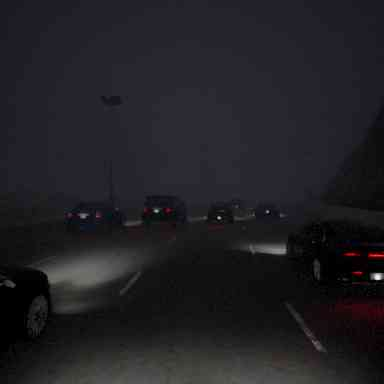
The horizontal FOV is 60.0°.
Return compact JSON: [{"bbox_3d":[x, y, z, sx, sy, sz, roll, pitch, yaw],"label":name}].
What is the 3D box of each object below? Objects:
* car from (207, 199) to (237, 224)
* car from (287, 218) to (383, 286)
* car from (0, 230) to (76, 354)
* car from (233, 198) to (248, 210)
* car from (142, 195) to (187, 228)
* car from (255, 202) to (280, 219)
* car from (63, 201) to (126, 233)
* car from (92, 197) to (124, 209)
[{"bbox_3d":[2.232,1.493,24.966,1.837,1.490,4.892,0,0,9],"label":"car"},{"bbox_3d":[4.002,1.506,9.338,1.837,1.490,4.892,0,0,3],"label":"car"},{"bbox_3d":[-3.259,1.484,3.567,2.128,1.511,4.902,0,0,1],"label":"car"},{"bbox_3d":[5.957,1.488,42.362,1.837,1.490,4.892,0,0,15],"label":"car"},{"bbox_3d":[-1.723,1.205,22.294,2.150,2.045,5.566,0,0,8],"label":"car"},{"bbox_3d":[6.435,1.557,28.696,1.994,1.385,4.181,0,0,10],"label":"car"},{"bbox_3d":[-5.543,1.331,19.821,2.097,1.767,4.553,0,0,7],"label":"car"},{"bbox_3d":[-11.422,1.444,45.815,2.128,1.511,4.902,0,0,15],"label":"car"}]
